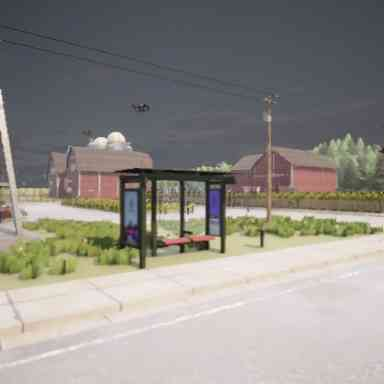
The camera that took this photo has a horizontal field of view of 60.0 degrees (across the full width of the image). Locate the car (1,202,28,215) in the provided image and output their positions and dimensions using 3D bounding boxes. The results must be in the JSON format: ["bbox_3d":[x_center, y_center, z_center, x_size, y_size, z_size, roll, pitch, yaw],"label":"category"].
[{"bbox_3d":[-15.938,1.523,27.874,3.905,1.438,1.784,0,0,-36],"label":"car"}]

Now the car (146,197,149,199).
[{"bbox_3d":[-8.940,1.596,61.993,1.994,1.385,4.181,0,0,-36],"label":"car"}]
